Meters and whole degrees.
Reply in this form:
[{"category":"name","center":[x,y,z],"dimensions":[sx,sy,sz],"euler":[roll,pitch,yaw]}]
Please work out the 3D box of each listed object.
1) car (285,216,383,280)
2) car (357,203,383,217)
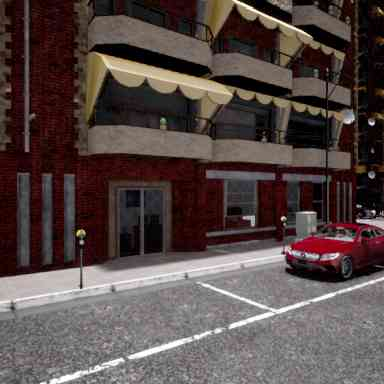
[{"category":"car","center":[4.594,1.582,9.888],"dimensions":[4.206,1.307,1.802],"euler":[0,0,-35]},{"category":"car","center":[15.537,1.806,32.935],"dimensions":[2.128,1.511,4.902],"euler":[0,-1,-36]}]
